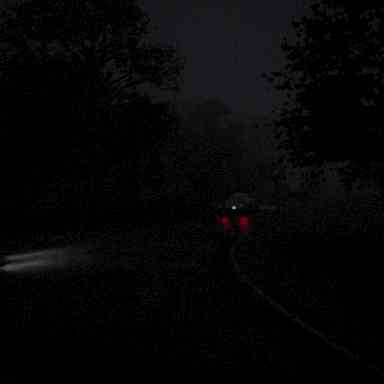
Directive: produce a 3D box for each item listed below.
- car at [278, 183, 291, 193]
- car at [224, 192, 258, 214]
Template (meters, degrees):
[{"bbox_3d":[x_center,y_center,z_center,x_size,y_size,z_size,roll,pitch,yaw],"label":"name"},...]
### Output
[{"bbox_3d":[14.174,-0.665,51.623,1.882,1.535,5.008,-1,2,21],"label":"car"},{"bbox_3d":[3.684,0.745,24.714,1.812,1.442,4.674,-1,2,21],"label":"car"}]
